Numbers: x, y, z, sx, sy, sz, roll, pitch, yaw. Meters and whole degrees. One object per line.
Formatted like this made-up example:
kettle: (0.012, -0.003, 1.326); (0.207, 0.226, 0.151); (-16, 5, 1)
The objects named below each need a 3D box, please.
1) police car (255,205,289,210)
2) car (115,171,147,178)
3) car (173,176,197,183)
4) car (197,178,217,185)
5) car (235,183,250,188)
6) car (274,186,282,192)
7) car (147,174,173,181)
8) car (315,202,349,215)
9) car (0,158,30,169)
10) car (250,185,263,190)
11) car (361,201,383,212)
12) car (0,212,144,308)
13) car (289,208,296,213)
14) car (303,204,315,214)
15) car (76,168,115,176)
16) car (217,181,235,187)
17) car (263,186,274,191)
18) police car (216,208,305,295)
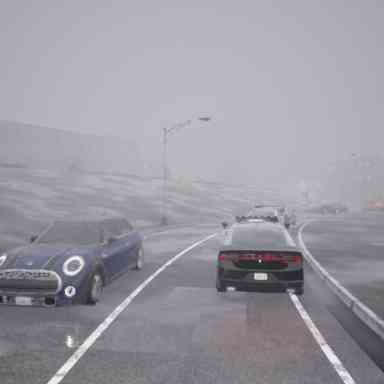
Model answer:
police car: (4.060, 1.544, 18.299); (1.930, 1.638, 5.238); (-1, -1, 19)
car: (-10.200, -2.495, 52.154); (4.892, 1.521, 2.231); (3, -5, -41)
car: (-2.012, -1.972, 59.624); (5.008, 1.535, 2.097); (4, -6, -43)
car: (1.943, -1.825, 63.480); (4.553, 1.767, 2.185); (4, -6, -44)
car: (9.732, -1.086, 71.561); (2.002, 1.452, 4.674); (-4, -6, 43)
car: (20.627, -0.417, 84.158); (2.435, 2.045, 5.566); (-3, -6, 40)
car: (-6.066, -2.199, 55.842); (4.674, 1.452, 2.002); (4, -6, -42)
car: (17.850, 2.050, 41.595); (4.892, 1.490, 1.837); (1, -4, -41)
car: (-22.682, -3.284, 41.450); (4.553, 1.767, 2.185); (3, -5, -41)
car: (13.363, -0.837, 75.580); (2.231, 1.521, 4.892); (-4, -6, 42)
car: (27.242, 2.117, 49.757); (4.553, 1.767, 2.097); (2, -4, -39)
car: (-2.754, 1.419, 8.298); (2.097, 1.767, 4.553); (0, -1, 9)
car: (6.134, 1.693, 23.519); (1.837, 1.490, 4.892); (-2, -1, 24)
car: (17.084, 2.291, 45.603); (4.674, 1.442, 1.812); (1, -4, -43)
car: (-14.382, -2.726, 48.558); (4.892, 1.521, 2.231); (3, -5, -41)
car: (5.948, -1.380, 67.554); (2.163, 1.488, 4.792); (-4, -6, 44)
car: (17.042, -0.640, 79.847); (2.185, 1.767, 4.553); (-4, -6, 41)
police car: (1.748, 1.458, 9.038); (1.930, 1.638, 5.238); (-1, 0, 9)
